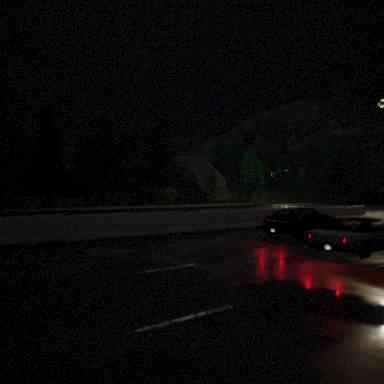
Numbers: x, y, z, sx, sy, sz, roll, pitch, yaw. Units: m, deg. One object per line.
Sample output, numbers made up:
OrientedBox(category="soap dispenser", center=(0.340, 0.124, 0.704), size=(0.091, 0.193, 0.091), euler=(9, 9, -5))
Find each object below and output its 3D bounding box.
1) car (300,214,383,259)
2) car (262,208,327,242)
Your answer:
OrientedBox(category="car", center=(6.503, 1.631, 12.764), size=(4.718, 1.301, 1.895), euler=(0, 0, -35))
OrientedBox(category="car", center=(5.628, 1.526, 16.432), size=(4.902, 1.511, 2.128), euler=(0, 0, -35))
